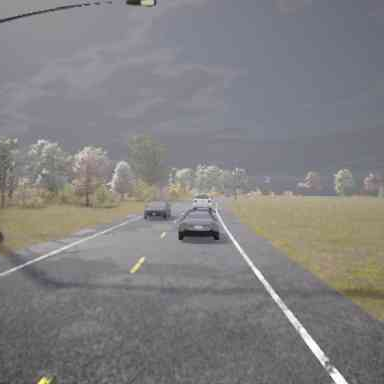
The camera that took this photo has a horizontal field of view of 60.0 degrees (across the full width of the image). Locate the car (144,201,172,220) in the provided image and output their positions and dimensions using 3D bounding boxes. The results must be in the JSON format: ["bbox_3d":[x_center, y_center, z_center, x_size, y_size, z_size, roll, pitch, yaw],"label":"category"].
[{"bbox_3d":[-2.882,1.488,28.716,1.882,1.535,5.008,0,0,2],"label":"car"}]

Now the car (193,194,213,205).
[{"bbox_3d":[1.336,1.229,40.515,2.150,2.045,5.566,0,0,3],"label":"car"}]

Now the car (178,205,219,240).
[{"bbox_3d":[0.354,1.568,17.135,1.994,1.385,4.181,0,0,1],"label":"car"}]
